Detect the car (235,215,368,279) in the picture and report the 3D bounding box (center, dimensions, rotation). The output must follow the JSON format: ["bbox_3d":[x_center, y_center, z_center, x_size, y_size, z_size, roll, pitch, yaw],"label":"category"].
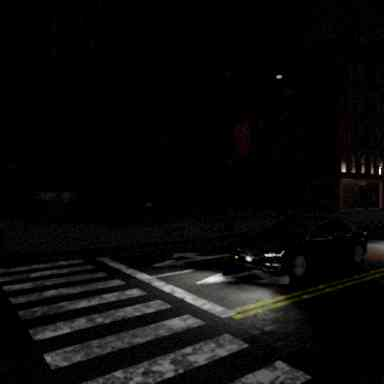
[{"bbox_3d":[3.469,1.511,10.154,4.892,1.490,1.837,0,0,-35],"label":"car"}]
